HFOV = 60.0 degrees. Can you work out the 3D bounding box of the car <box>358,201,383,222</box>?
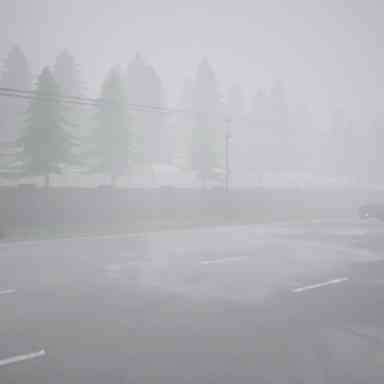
[{"bbox_3d":[15.092,1.467,26.192,4.892,1.490,1.837,0,0,-33],"label":"car"}]
